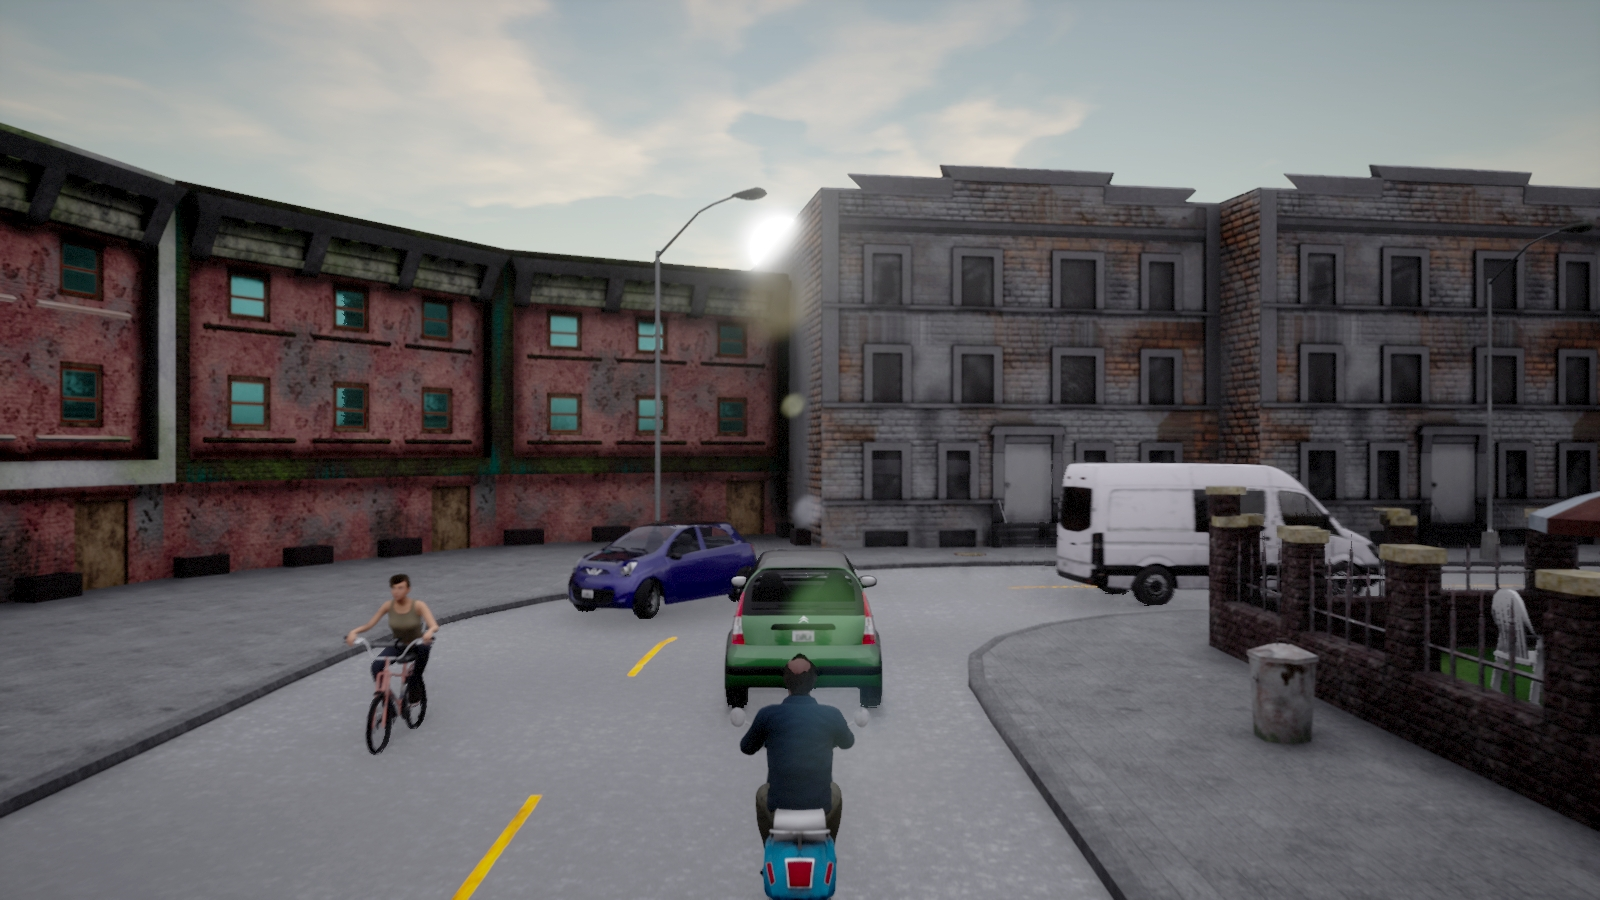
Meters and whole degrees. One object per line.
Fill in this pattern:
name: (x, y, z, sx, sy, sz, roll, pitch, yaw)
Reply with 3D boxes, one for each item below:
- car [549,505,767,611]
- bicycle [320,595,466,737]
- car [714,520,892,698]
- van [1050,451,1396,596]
car: (-2.433, 1.819, 20.264, 1.845, 1.501, 3.633, 0, 0, 36)
bicycle: (-3.876, 2.037, 11.008, 0.859, 1.080, 1.487, 0, 0, 1)
car: (0.041, 1.780, 13.926, 1.851, 1.617, 3.988, 0, 0, 0)
van: (7.934, 1.314, 21.650, 5.915, 2.561, 1.988, 0, 0, -8)
